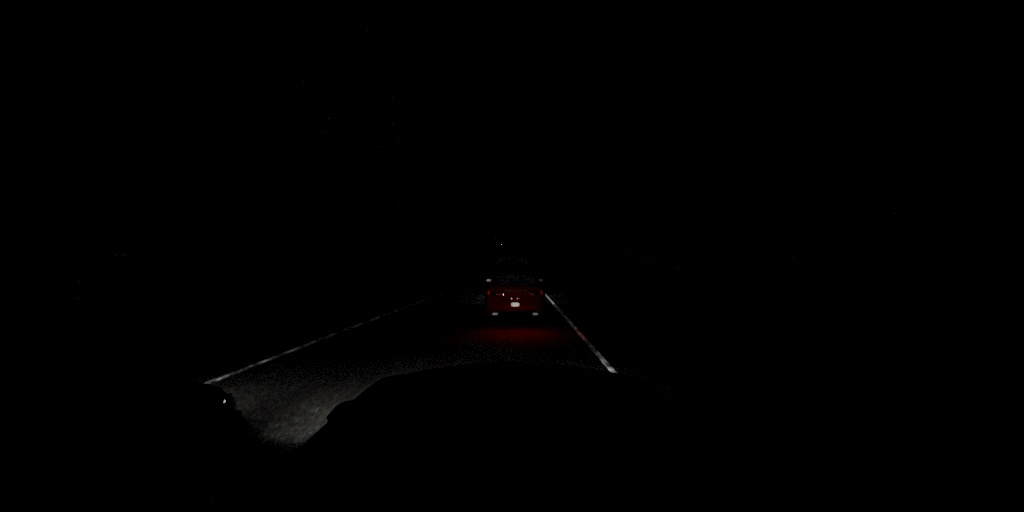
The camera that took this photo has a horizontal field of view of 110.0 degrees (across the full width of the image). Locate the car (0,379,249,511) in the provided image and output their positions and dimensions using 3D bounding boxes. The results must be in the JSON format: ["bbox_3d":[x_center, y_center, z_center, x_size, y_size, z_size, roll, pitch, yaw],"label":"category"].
[{"bbox_3d":[-3.250,1.275,1.178,1.812,1.442,4.674,0,0,1],"label":"car"}]

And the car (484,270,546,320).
[{"bbox_3d":[0.092,1.230,12.679,1.882,1.535,5.008,0,0,0],"label":"car"}]
